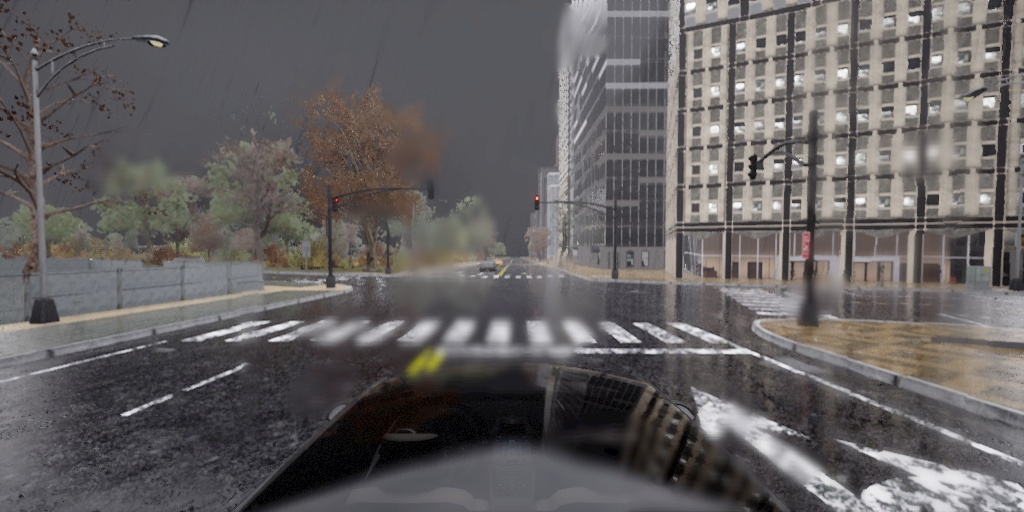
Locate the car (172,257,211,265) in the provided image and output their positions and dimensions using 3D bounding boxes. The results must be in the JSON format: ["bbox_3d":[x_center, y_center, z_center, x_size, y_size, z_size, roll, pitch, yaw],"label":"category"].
[{"bbox_3d":[-27.921,0.877,31.474,4.553,1.767,2.097,1,2,21],"label":"car"}]

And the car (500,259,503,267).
[{"bbox_3d":[-2.606,1.189,62.267,1.882,1.535,5.008,0,0,1],"label":"car"}]

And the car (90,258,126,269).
[{"bbox_3d":[-42.349,0.941,37.124,5.357,1.411,2.033,1,2,22],"label":"car"}]

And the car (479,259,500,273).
[{"bbox_3d":[-2.806,1.222,43.222,1.882,1.535,5.008,0,1,1],"label":"car"}]
